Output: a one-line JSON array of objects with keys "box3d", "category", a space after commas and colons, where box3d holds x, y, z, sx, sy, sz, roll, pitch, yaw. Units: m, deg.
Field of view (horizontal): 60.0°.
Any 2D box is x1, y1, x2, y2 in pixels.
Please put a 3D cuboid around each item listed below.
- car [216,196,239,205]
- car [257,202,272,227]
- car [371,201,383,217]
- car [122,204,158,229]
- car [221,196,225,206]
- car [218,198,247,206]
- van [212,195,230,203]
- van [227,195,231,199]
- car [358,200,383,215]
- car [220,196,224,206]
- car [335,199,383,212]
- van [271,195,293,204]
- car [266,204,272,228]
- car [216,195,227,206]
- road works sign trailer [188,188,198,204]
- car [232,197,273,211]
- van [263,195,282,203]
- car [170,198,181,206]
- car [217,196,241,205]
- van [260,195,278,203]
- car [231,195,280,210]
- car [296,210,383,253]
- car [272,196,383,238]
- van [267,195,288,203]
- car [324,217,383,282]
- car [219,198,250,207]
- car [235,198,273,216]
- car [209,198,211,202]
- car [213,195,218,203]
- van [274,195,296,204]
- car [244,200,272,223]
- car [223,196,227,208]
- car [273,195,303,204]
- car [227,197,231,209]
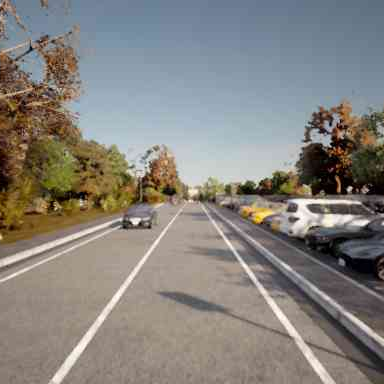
[{"box3d": [7.273, 1.696, 68.002, 4.553, 1.767, 2.185, 0, 0, 0], "category": "car"}, {"box3d": [6.905, 1.604, 20.819, 4.892, 1.521, 2.231, 0, 0, 0], "category": "car"}, {"box3d": [20.103, 1.613, 31.885, 4.792, 1.488, 2.163, 0, 0, 1], "category": "car"}, {"box3d": [-3.326, 1.560, 22.010, 2.128, 1.511, 4.902, 0, 0, 0], "category": "car"}, {"box3d": [7.108, 1.716, 48.569, 4.792, 1.488, 2.163, 0, 0, 0], "category": "car"}, {"box3d": [7.227, 1.765, 59.673, 4.892, 1.521, 2.231, 0, 0, 0], "category": "car"}, {"box3d": [7.331, 1.786, 84.643, 4.442, 1.987, 1.878, 0, -1, 0], "category": "van"}, {"box3d": [7.206, 1.422, 43.018, 4.442, 1.987, 1.878, 0, 0, 0], "category": "van"}, {"box3d": [20.126, 1.620, 34.524, 4.792, 1.488, 2.163, 0, 0, 1], "category": "car"}, {"box3d": [7.132, 1.735, 51.345, 4.792, 1.488, 2.163, 0, 0, 0], "category": "car"}, {"box3d": [20.150, 1.620, 40.062, 5.008, 1.535, 2.097, 0, 0, 1], "category": "car"}, {"box3d": [20.571, 1.645, 76.073, 4.442, 1.987, 1.878, 0, 0, 1], "category": "van"}, {"box3d": [7.061, 1.604, 18.042, 5.366, 1.575, 1.946, 0, 0, 0], "category": "car"}, {"box3d": [7.000, 1.722, 54.123, 5.366, 1.575, 1.946, 0, 0, 0], "category": "car"}, {"box3d": [0.322, 0.947, 79.507, 2.380, 3.560, 2.880, 0, -1, -1], "category": "road works sign trailer"}, {"box3d": [7.012, 1.600, 34.688, 4.892, 1.521, 2.231, 0, 0, 0], "category": "car"}, {"box3d": [20.409, 1.774, 84.369, 4.442, 1.987, 1.878, 0, -1, 1], "category": "van"}, {"box3d": [-3.056, 1.815, 62.854, 1.812, 1.442, 4.674, 0, 0, 1], "category": "car"}, {"box3d": [7.249, 1.677, 65.226, 4.553, 1.767, 2.185, 0, 0, 0], "category": "car"}, {"box3d": [20.690, 1.902, 89.904, 4.442, 1.987, 1.878, 0, -1, 0], "category": "van"}, {"box3d": [7.073, 1.486, 37.468, 4.553, 1.767, 2.185, 0, 0, 0], "category": "car"}, {"box3d": [6.833, 1.617, 12.491, 5.008, 1.535, 2.097, 0, 0, 0], "category": "car"}, {"box3d": [6.880, 1.361, 15.266, 5.566, 2.045, 2.435, 0, 0, 0], "category": "car"}, {"box3d": [20.363, 1.665, 78.978, 4.442, 1.987, 1.878, 0, -1, 0], "category": "van"}, {"box3d": [6.774, 1.652, 9.715, 4.792, 1.488, 2.163, 0, 0, 0], "category": "car"}, {"box3d": [7.216, 1.746, 56.897, 4.892, 1.521, 2.231, 0, 0, 0], "category": "car"}, {"box3d": [6.786, 1.588, 29.270, 5.366, 1.575, 1.946, 0, 0, 0], "category": "car"}, {"box3d": [7.428, 1.648, 79.107, 5.566, 2.045, 2.435, 0, 0, 0], "category": "car"}, {"box3d": [7.071, 1.780, 62.451, 5.366, 1.575, 1.946, 0, 0, 0], "category": "car"}, {"box3d": [20.548, 1.627, 73.428, 4.442, 1.987, 1.878, 0, 0, 0], "category": "van"}, {"box3d": [6.737, 1.595, 23.597, 5.366, 1.575, 1.946, 0, 0, 0], "category": "car"}, {"box3d": [7.085, 1.697, 45.793, 4.792, 1.488, 2.163, 0, 0, 0], "category": "car"}, {"box3d": [20.379, 1.582, 70.659, 5.566, 2.045, 2.435, 0, 0, 0], "category": "car"}, {"box3d": [7.095, 1.658, 40.240, 4.792, 1.488, 2.163, 0, 0, 1], "category": "car"}]
